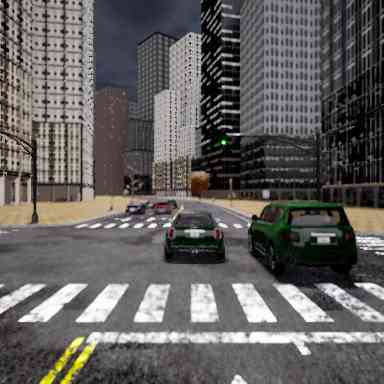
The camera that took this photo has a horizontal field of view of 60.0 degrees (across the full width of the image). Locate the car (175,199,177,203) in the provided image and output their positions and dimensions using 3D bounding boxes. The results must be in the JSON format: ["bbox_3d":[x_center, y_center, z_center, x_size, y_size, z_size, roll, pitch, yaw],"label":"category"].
[{"bbox_3d":[-3.365,1.969,55.435,1.837,1.490,4.892,0,-1,0],"label":"car"}]

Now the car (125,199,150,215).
[{"bbox_3d":[-6.596,1.833,39.301,2.128,1.511,4.902,0,-1,0],"label":"car"}]

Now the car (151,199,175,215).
[{"bbox_3d":[-3.345,1.862,38.753,1.812,1.442,4.674,0,0,0],"label":"car"}]

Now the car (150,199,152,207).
[{"bbox_3d":[-6.616,1.955,55.444,2.128,1.511,4.902,0,0,0],"label":"car"}]

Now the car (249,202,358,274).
[{"bbox_3d":[3.337,1.352,11.086,2.150,2.045,5.566,0,-1,0],"label":"car"}]

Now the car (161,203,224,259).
[{"bbox_3d":[0.096,1.497,13.511,2.097,1.767,4.553,0,0,0],"label":"car"}]
